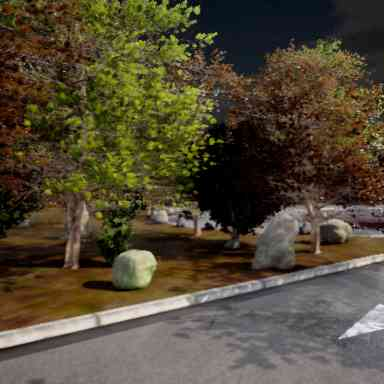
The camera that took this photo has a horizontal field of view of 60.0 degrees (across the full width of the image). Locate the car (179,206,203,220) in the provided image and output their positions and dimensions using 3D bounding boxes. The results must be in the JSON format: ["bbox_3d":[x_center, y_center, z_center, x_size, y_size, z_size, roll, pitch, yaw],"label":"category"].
[{"bbox_3d":[-0.021,2.109,33.785,1.994,1.385,4.181,-1,-1,8],"label":"car"}]

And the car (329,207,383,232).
[{"bbox_3d":[10.535,1.642,19.524,4.674,1.442,1.812,-1,1,22],"label":"car"}]
